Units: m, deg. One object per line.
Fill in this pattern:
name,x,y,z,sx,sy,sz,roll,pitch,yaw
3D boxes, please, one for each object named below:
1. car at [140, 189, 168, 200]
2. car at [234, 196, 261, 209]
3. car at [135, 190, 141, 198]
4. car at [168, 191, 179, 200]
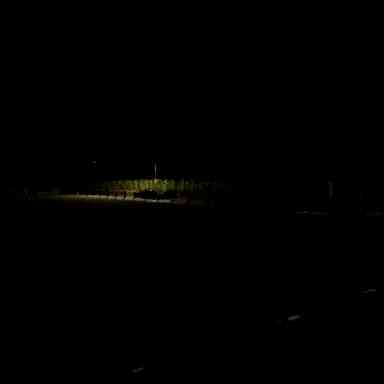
car,-6.353,0.628,55.287,1.812,1.442,4.674,0,1,-35
car,6.831,1.113,36.733,1.895,1.301,4.718,0,1,-35
car,-9.712,0.277,66.118,2.097,1.767,4.553,0,1,-36
car,-4.065,0.620,58.251,1.812,1.442,4.674,0,1,-35
